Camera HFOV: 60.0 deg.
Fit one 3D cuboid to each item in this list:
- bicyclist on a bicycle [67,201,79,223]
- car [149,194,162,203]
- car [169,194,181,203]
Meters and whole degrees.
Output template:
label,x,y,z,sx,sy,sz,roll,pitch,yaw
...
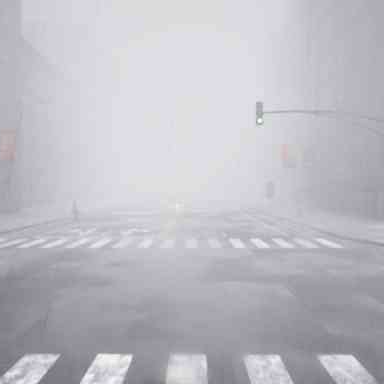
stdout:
label,x,y,z,sx,sy,sz,roll,pitch,yaw
bicyclist on a bicycle,-8.606,1.445,24.275,0.866,1.612,1.509,0,1,0
car,-6.217,1.137,57.262,1.812,1.442,4.674,0,1,0
car,-2.967,1.096,57.246,2.128,1.511,4.902,0,1,0
